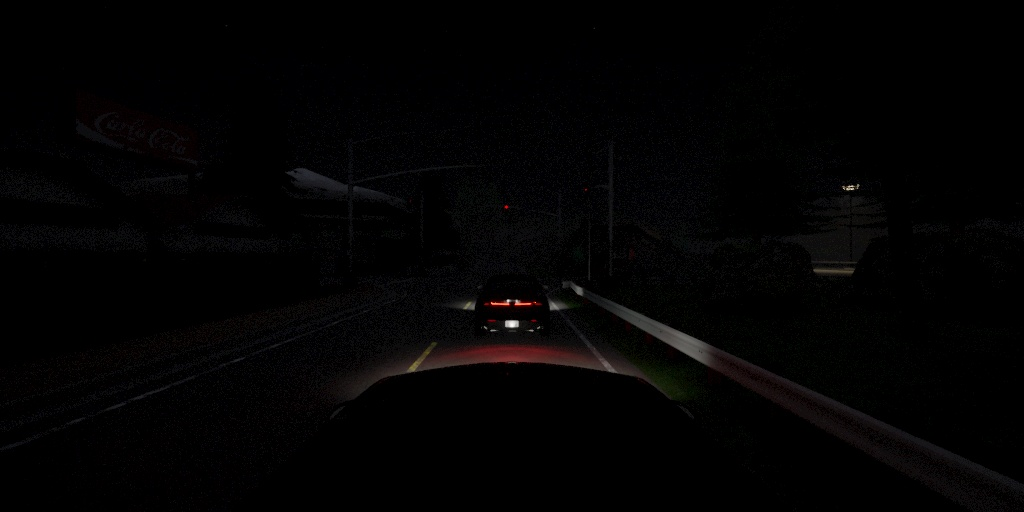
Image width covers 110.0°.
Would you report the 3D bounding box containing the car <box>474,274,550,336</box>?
[{"bbox_3d":[0.018,1.255,10.350,1.837,1.490,4.892,0,0,0],"label":"car"}]
